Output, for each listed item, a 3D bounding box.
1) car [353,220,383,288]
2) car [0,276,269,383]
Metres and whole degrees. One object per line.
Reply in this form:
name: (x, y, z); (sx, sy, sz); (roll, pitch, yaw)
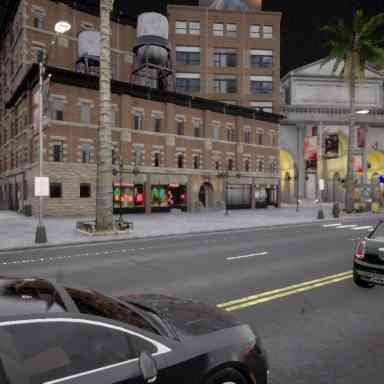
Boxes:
car: (5.916, 1.352, 7.994); (4.553, 1.767, 2.097); (0, 0, -35)
car: (-1.459, 1.505, 2.698); (4.892, 1.490, 1.837); (0, 0, -36)
